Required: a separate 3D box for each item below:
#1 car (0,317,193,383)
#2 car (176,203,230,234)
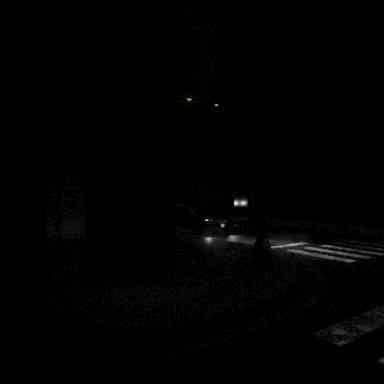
[{"bbox_3d":[-1.904,1.564,1.711,4.181,1.385,1.994,0,0,-36],"label":"car"},{"bbox_3d":[0.079,1.406,18.631,2.128,1.511,4.902,0,0,-37],"label":"car"}]
